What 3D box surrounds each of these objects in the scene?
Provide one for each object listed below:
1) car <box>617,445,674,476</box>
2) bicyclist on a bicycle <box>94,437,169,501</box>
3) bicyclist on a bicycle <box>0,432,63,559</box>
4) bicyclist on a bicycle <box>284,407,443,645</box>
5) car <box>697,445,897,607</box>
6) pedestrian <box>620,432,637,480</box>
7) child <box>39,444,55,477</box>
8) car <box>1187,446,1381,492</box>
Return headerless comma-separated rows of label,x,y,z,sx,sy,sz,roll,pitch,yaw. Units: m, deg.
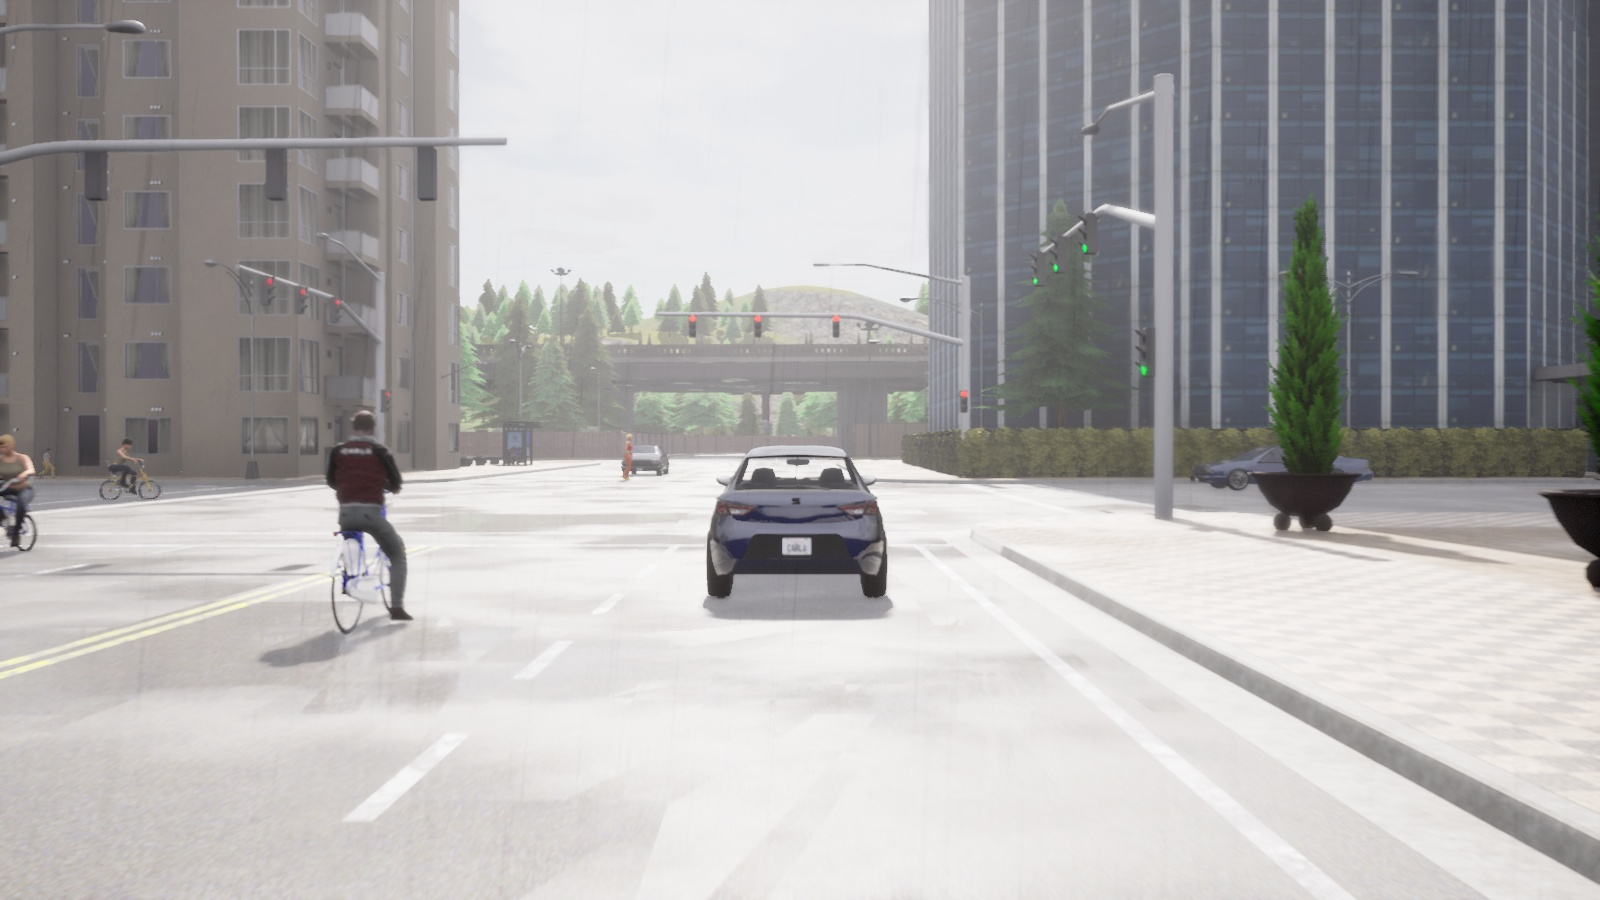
car,-7.180,0.456,58.948,2.033,1.411,5.357,0,0,0
bicyclist on a bicycle,-17.256,0.487,32.453,1.509,1.612,0.866,0,-1,-8
bicyclist on a bicycle,-10.636,0.581,16.641,0.866,1.612,1.509,0,0,-2
bicyclist on a bicycle,-3.518,0.556,10.288,0.659,1.776,1.843,0,1,0
car,-0.028,0.684,13.511,1.816,1.474,4.193,0,0,0
pedestrian,-6.657,0.235,48.840,0.594,1.836,0.345,0,0,6
child,-29.068,0.390,48.463,0.437,1.263,0.270,0,0,1
car,15.222,0.582,39.679,5.357,1.411,2.033,0,0,-1
